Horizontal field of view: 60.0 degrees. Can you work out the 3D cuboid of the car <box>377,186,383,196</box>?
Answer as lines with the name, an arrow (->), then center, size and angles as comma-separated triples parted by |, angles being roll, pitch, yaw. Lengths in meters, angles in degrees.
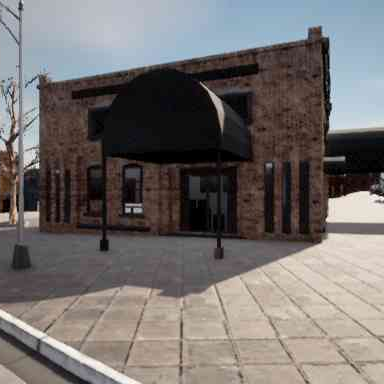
car -> 36.082, 0.104, 61.117 | 2.163, 1.488, 4.792 | 0, 2, 22

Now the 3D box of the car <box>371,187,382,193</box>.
car -> 45.135, -0.407, 81.387 | 2.002, 1.452, 4.674 | 0, 1, 27

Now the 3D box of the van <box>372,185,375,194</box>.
van -> 40.351, -0.451, 71.241 | 1.878, 1.987, 4.442 | 0, 1, 25

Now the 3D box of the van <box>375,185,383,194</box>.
van -> 38.154, -0.307, 66.159 | 1.878, 1.987, 4.442 | 0, 1, 24
